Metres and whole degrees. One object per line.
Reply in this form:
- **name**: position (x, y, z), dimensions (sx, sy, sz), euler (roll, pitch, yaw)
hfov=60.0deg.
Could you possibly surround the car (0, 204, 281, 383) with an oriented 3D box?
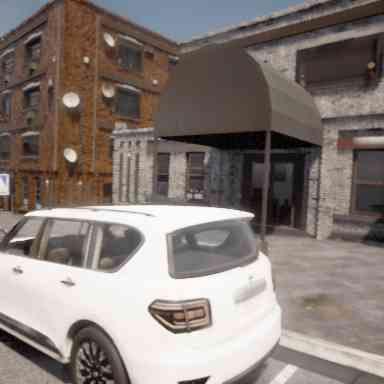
- **car**: position (-1.489, 1.204, 5.009), dimensions (5.566, 2.045, 2.435), euler (0, 0, 39)
